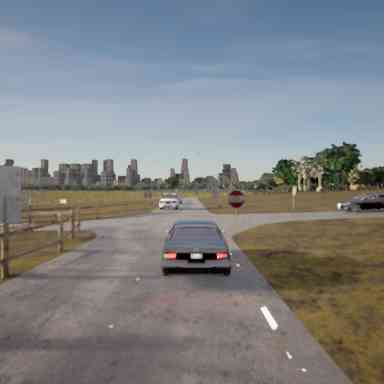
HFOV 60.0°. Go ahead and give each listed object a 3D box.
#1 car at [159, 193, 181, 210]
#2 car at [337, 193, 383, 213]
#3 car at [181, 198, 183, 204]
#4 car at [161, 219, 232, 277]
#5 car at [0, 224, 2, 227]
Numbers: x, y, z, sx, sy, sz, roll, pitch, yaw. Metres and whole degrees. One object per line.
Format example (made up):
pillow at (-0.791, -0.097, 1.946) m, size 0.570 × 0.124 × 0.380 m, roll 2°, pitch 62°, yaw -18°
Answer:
car at (-2.833, 1.175, 41.734) m, size 2.150 × 2.045 × 5.566 m, roll 0°, pitch 0°, yaw 0°
car at (14.371, 0.847, 27.026) m, size 4.902 × 1.511 × 2.128 m, roll -2°, pitch 0°, yaw 0°
car at (-2.762, 1.483, 61.398) m, size 1.812 × 1.442 × 4.674 m, roll 0°, pitch 0°, yaw 1°
car at (0.101, 1.534, 10.206) m, size 2.033 × 1.411 × 5.357 m, roll 0°, pitch 0°, yaw 0°
car at (-16.416, 2.113, 26.935) m, size 4.181 × 1.385 × 1.994 m, roll -2°, pitch 0°, yaw 1°
